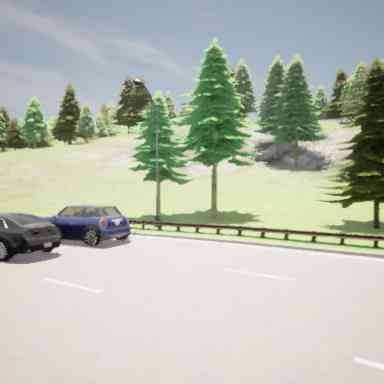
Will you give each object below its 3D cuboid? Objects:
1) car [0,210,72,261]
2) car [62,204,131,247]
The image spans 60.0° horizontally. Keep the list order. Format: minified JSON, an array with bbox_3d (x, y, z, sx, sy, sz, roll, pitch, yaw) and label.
[{"bbox_3d":[-7.000,1.502,12.132,4.892,1.490,1.837,0,0,25],"label":"car"},{"bbox_3d":[-5.092,1.348,15.079,4.553,1.767,2.097,0,0,26],"label":"car"}]
